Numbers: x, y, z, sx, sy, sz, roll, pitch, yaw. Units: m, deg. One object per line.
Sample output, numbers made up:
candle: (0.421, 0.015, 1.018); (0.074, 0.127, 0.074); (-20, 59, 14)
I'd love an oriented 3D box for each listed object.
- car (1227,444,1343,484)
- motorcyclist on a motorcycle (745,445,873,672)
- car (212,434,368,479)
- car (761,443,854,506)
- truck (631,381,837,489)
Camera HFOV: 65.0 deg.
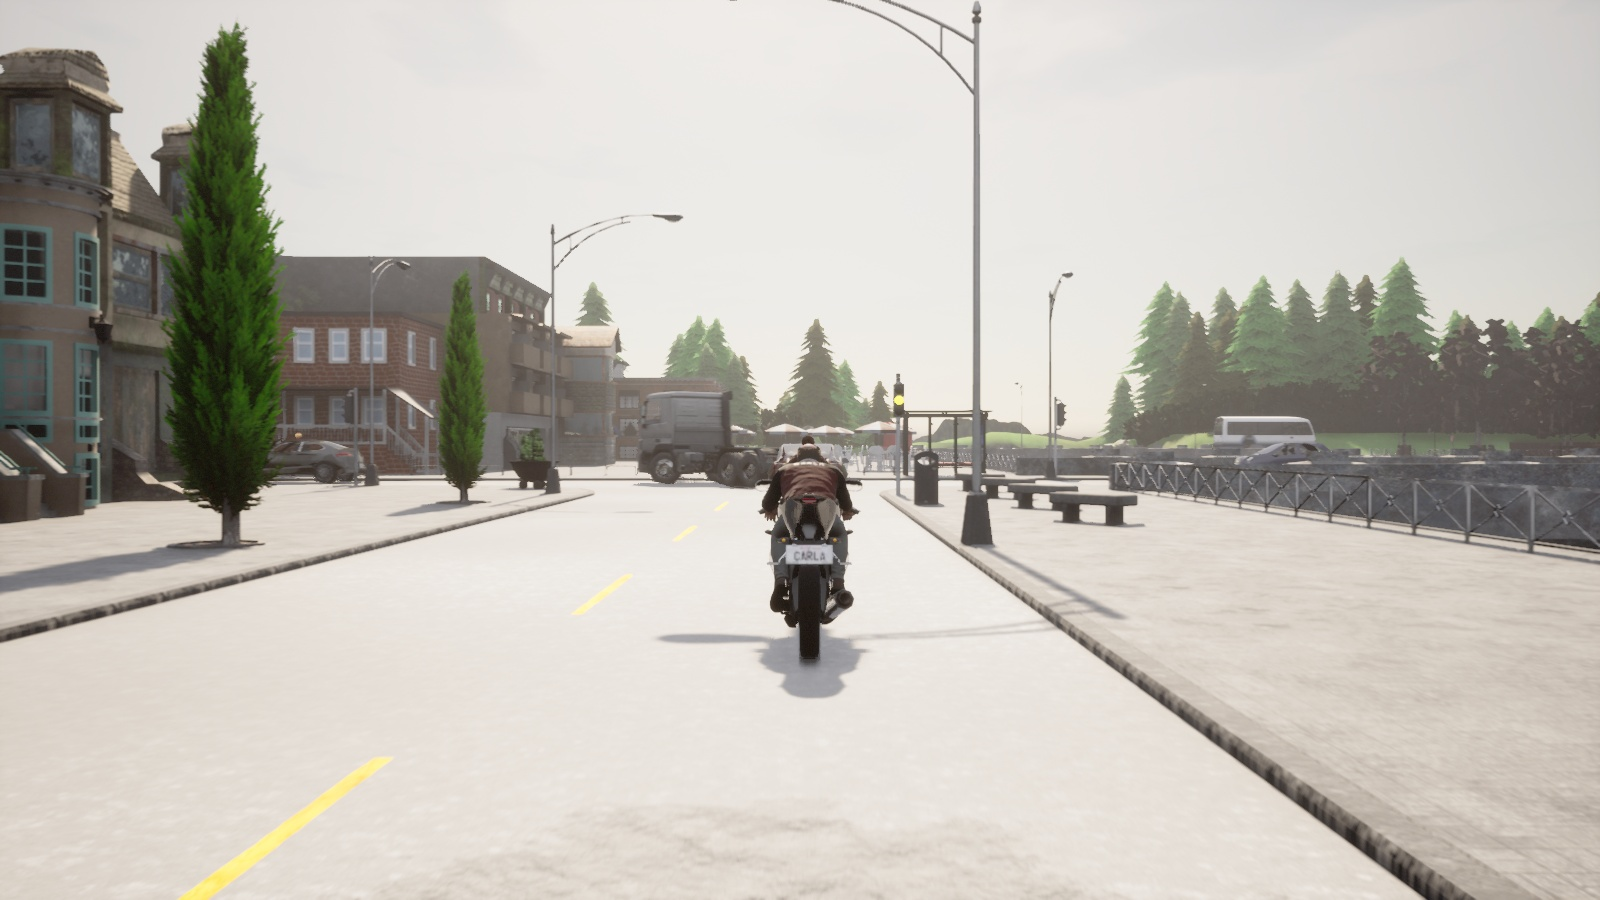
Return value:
car: (18.198, 0.509, 47.241); (3.633, 1.501, 1.845); (0, 0, 0)
motorcyclist on a motorcycle: (0.068, 0.728, 9.576); (0.866, 1.530, 2.191); (0, 0, 0)
car: (-19.207, 0.242, 47.458); (5.027, 1.651, 2.152); (0, 0, 0)
car: (0.191, 0.567, 31.857); (2.163, 1.488, 4.792); (0, 0, 0)
truck: (-2.491, -0.488, 44.281); (2.891, 3.462, 7.936); (0, 0, -42)
